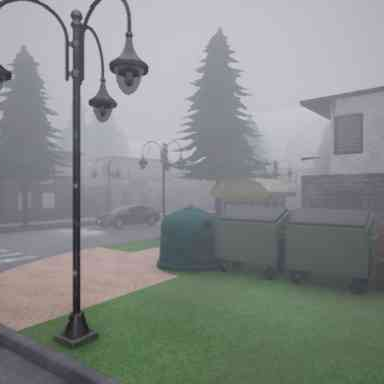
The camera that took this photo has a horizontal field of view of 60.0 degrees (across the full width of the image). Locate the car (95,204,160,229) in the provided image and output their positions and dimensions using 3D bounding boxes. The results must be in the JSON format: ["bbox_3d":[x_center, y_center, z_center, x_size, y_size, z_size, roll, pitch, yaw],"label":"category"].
[{"bbox_3d":[-4.374,1.653,23.060,1.837,1.490,4.892,0,0,40],"label":"car"}]
